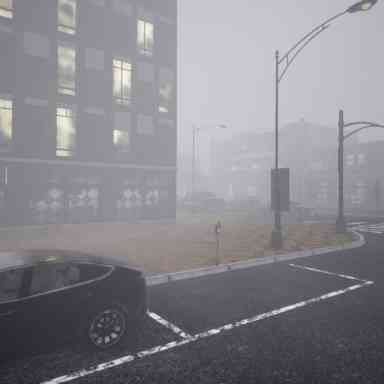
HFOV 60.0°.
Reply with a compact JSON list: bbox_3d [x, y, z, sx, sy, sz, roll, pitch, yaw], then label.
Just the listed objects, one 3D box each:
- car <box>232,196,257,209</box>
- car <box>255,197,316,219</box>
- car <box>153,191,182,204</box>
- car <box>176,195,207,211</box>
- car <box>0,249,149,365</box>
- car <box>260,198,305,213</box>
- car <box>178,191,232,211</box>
[{"bbox_3d":[5.976,1.129,38.704,1.967,1.590,4.097,1,0,-36],"label":"car"},{"bbox_3d":[7.610,1.318,26.705,1.812,1.442,4.674,0,1,-36],"label":"car"},{"bbox_3d":[-3.886,0.793,52.100,2.192,1.841,5.009,1,0,-36],"label":"car"},{"bbox_3d":[-0.775,1.230,33.734,1.802,1.307,4.206,1,0,-36],"label":"car"},{"bbox_3d":[-2.690,1.566,4.635,4.313,1.339,1.947,0,0,-36],"label":"car"},{"bbox_3d":[9.263,1.340,34.237,1.802,1.307,4.206,1,0,-36],"label":"car"},{"bbox_3d":[1.258,0.881,35.332,2.150,2.045,5.566,0,1,-37],"label":"car"}]
